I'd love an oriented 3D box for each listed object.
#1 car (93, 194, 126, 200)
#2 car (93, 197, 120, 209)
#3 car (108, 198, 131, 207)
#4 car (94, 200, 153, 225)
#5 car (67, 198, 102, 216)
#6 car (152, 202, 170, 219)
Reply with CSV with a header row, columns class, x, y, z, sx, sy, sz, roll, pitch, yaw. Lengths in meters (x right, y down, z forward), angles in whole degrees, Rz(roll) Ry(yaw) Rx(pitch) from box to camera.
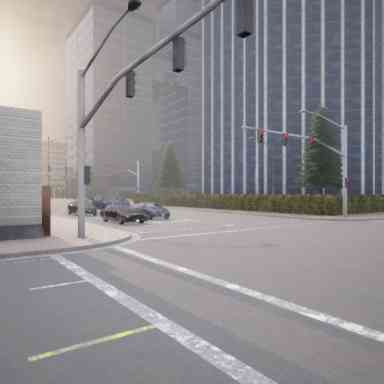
class,x,y,z,sx,sy,sz,roll,pitch,yaw
car,-9.383,1.275,36.910,2.150,2.045,5.566,0,0,-36
car,-12.213,1.545,47.160,2.128,1.511,4.902,0,0,-36
car,-11.284,1.617,51.865,1.994,1.385,4.181,0,0,-36
car,-5.315,1.602,25.225,2.033,1.411,5.357,0,0,-36
car,-10.985,1.559,33.134,1.837,1.490,4.892,0,0,-36
car,-3.721,1.580,29.038,1.812,1.442,4.674,0,0,-36
